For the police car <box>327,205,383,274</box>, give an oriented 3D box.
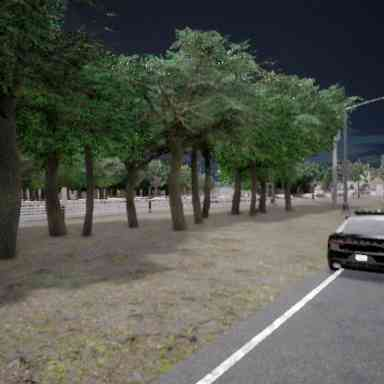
[{"bbox_3d":[5.603,1.374,10.129,1.930,1.638,5.238,0,0,36],"label":"police car"}]
